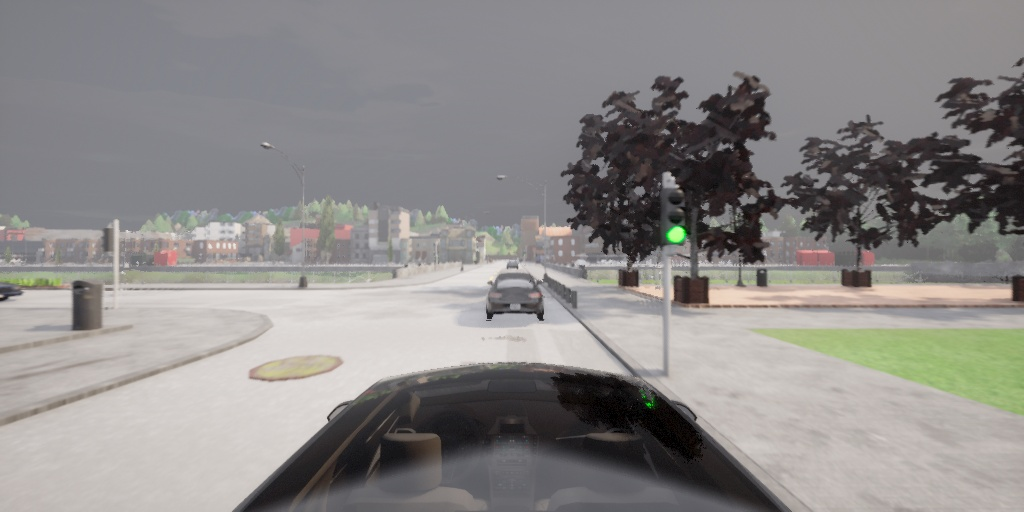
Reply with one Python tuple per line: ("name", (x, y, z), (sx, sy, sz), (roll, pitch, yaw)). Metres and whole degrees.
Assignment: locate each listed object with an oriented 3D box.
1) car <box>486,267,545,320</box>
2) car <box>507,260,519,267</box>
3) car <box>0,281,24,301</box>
("car", (0.097, 1.297, 12.603), (1.812, 1.442, 4.674), (0, 0, 0))
("car", (0.102, 1.426, 59.715), (1.994, 1.385, 4.181), (0, 0, 0))
("car", (-24.530, 1.327, 15.275), (5.357, 1.411, 2.033), (0, 0, 0))
